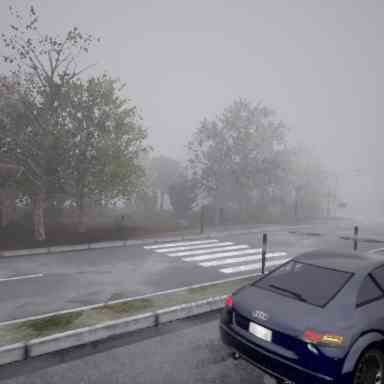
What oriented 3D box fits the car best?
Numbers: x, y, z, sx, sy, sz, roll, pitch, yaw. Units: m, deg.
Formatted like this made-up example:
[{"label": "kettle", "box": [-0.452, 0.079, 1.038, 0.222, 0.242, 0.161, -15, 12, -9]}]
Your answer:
[{"label": "car", "box": [2.434, 1.574, 4.945, 4.181, 1.385, 1.994, 0, 0, -34]}]
